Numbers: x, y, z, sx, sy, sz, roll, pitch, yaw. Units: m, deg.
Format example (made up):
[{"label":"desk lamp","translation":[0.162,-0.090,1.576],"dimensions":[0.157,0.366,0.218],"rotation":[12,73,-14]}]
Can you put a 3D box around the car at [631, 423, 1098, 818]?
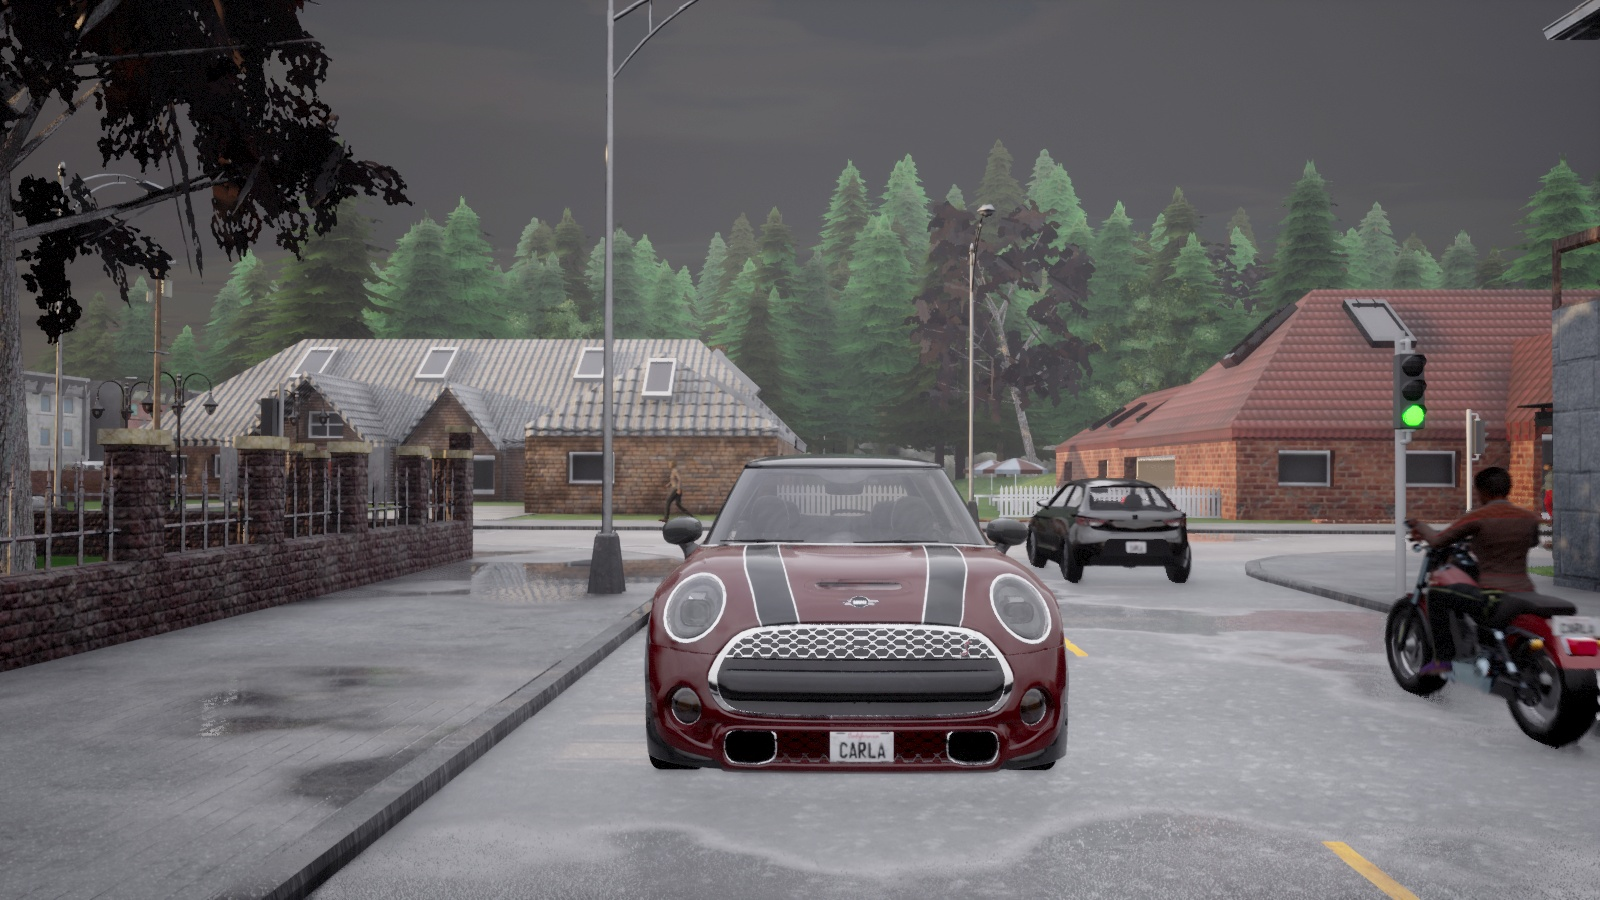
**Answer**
[{"label":"car","translation":[0.271,0.805,7.943],"dimensions":[2.097,1.767,4.553],"rotation":[0,-1,0]}]

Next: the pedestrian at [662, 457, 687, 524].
[{"label":"pedestrian","translation":[-3.469,1.119,34.701],"dimensions":[0.634,1.846,0.331],"rotation":[0,-1,1]}]

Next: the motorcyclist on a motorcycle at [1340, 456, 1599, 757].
[{"label":"motorcyclist on a motorcycle","translation":[4.340,0.883,8.073],"dimensions":[0.766,1.649,2.350],"rotation":[0,-1,2]}]

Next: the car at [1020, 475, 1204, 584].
[{"label":"car","translation":[4.641,1.133,19.295],"dimensions":[1.816,1.474,4.193],"rotation":[0,-1,1]}]

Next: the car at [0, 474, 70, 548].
[{"label":"car","translation":[-18.574,1.289,27.041],"dimensions":[4.514,1.525,2.007],"rotation":[0,-1,0]}]

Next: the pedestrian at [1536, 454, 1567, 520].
[{"label":"pedestrian","translation":[20.968,1.027,35.044],"dimensions":[0.614,1.847,0.353],"rotation":[0,-1,1]}]

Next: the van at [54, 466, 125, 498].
[{"label":"van","translation":[-46.711,2.110,82.678],"dimensions":[2.069,2.038,4.480],"rotation":[0,-1,2]}]
